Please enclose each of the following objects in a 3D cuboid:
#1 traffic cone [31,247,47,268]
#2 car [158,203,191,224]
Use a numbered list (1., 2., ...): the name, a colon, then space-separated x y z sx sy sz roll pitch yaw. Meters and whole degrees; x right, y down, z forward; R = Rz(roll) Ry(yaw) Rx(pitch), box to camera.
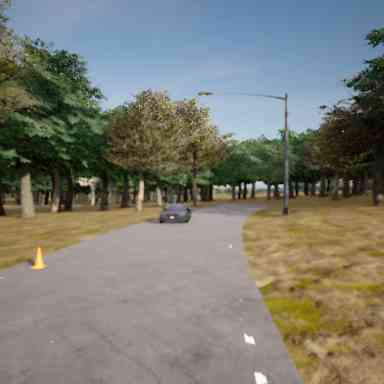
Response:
1. traffic cone: -4.521 1.923 9.842 0.340 0.580 0.340 0 0 5
2. car: -1.169 1.491 24.097 1.994 1.385 4.181 0 0 5
